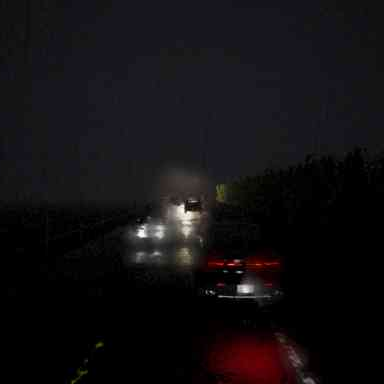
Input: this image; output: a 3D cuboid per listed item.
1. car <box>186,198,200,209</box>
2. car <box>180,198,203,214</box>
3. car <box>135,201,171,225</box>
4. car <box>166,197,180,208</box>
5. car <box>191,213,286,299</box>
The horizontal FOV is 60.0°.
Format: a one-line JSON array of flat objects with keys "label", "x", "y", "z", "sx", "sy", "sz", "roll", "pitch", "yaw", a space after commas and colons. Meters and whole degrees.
[{"label": "car", "x": 0.127, "y": 1.526, "z": 45.787, "sx": 1.812, "sy": 1.442, "sz": 4.674, "roll": 0, "pitch": 0, "yaw": 0}, {"label": "car", "x": 0.117, "y": 1.491, "z": 35.613, "sx": 2.128, "sy": 1.511, "sz": 4.902, "roll": 0, "pitch": 0, "yaw": 0}, {"label": "car", "x": -2.823, "y": 1.563, "z": 24.104, "sx": 1.994, "sy": 1.385, "sz": 4.181, "roll": 0, "pitch": 0, "yaw": 0}, {"label": "car", "x": -2.692, "y": 1.506, "z": 49.640, "sx": 1.837, "sy": 1.490, "sz": 4.892, "roll": 0, "pitch": 0, "yaw": 0}, {"label": "car", "x": 0.973, "y": 1.505, "z": 8.444, "sx": 1.837, "sy": 1.490, "sz": 4.892, "roll": 0, "pitch": 0, "yaw": 0}]
